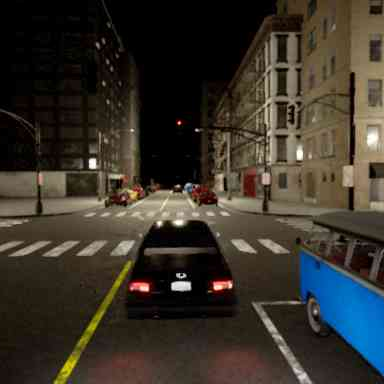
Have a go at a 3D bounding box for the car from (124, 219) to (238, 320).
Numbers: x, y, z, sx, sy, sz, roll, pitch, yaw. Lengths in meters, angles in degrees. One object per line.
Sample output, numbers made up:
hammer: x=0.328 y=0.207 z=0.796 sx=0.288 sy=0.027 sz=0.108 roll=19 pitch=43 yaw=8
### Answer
car: x=-0.263 y=1.314 z=7.264 sx=2.033 sy=1.411 sz=5.357 roll=0 pitch=2 yaw=-2

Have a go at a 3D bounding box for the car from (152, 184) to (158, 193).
car: x=-8.053 y=-0.405 z=62.617 sx=2.008 sy=1.369 sz=4.403 roll=0 pitch=2 yaw=-2

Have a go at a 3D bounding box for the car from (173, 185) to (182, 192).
car: x=-3.027 y=-0.748 z=71.047 sx=1.895 sy=1.301 sz=4.718 roll=0 pitch=2 yaw=-2

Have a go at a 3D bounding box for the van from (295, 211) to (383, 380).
van: x=2.531 y=1.208 z=3.704 sx=1.690 sy=1.788 sz=3.998 roll=0 pitch=2 yaw=-2

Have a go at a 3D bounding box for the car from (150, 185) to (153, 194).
car: x=-7.585 y=-0.047 z=51.814 sx=1.947 sy=1.339 sz=4.313 roll=0 pitch=2 yaw=-2

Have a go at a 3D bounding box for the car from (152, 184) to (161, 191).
car: x=-8.990 y=-1.203 z=84.220 sx=1.967 sy=1.590 sz=4.097 roll=0 pitch=2 yaw=-2

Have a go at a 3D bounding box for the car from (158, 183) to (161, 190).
car: x=-8.521 y=-0.718 z=73.421 sx=1.802 sy=1.307 sz=4.206 roll=0 pitch=2 yaw=-2

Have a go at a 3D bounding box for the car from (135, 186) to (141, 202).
car: x=-6.876 y=0.430 z=35.437 sx=1.752 sy=1.417 sz=4.829 roll=0 pitch=2 yaw=-2

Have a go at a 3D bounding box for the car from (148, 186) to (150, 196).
car: x=-7.344 y=0.089 z=46.241 sx=1.752 sy=1.417 sz=4.829 roll=0 pitch=2 yaw=-2

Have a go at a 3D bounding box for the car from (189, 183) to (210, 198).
car: x=1.133 y=0.168 z=35.946 sx=2.192 sy=1.841 sz=5.009 roll=0 pitch=2 yaw=-2

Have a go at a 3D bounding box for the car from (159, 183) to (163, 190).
car: x=-8.757 y=-1.156 z=78.814 sx=2.192 sy=1.841 sz=5.009 roll=0 pitch=2 yaw=-2

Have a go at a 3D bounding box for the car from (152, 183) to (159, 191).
car: x=-8.287 y=-0.562 z=68.019 sx=1.947 sy=1.339 sz=4.313 roll=0 pitch=2 yaw=-2

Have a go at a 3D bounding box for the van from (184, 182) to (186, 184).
van: x=-0.505 y=-1.004 z=73.759 sx=1.690 sy=1.788 sz=3.998 roll=0 pitch=2 yaw=-2

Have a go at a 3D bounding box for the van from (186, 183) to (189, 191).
van: x=0.431 y=-0.317 z=52.153 sx=1.690 sy=1.788 sz=3.998 roll=0 pitch=2 yaw=-2

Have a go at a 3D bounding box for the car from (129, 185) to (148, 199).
car: x=-7.118 y=0.044 z=41.002 sx=2.192 sy=1.841 sz=5.009 roll=0 pitch=2 yaw=-2

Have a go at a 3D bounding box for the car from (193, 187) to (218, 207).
car: x=1.368 y=0.568 z=30.552 sx=1.887 sy=1.381 sz=4.507 roll=0 pitch=2 yaw=-2

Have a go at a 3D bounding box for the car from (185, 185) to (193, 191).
car: x=-0.746 y=-0.997 z=79.337 sx=1.752 sy=1.417 sz=4.829 roll=0 pitch=2 yaw=-2

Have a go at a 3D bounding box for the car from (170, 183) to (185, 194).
car: x=-2.574 y=-0.368 z=60.610 sx=2.033 sy=1.411 sz=5.357 roll=0 pitch=2 yaw=-2

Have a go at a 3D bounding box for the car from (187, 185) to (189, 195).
car: x=0.666 y=0.057 z=46.757 sx=1.887 sy=1.381 sz=4.507 roll=0 pitch=2 yaw=-2

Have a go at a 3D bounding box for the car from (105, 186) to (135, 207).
car: x=-6.649 y=0.509 z=30.203 sx=1.967 sy=1.590 sz=4.097 roll=0 pitch=2 yaw=-2
